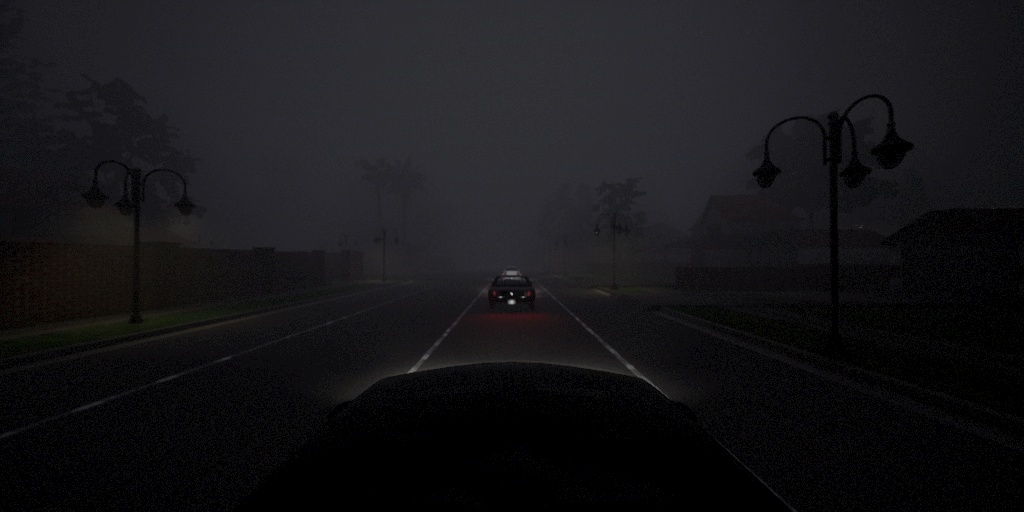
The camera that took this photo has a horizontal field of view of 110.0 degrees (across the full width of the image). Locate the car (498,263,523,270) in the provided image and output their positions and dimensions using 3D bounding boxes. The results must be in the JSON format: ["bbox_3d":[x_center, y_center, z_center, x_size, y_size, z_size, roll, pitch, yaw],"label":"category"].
[{"bbox_3d":[-0.017,1.575,31.259,1.812,1.442,4.674,0,0,0],"label":"car"}]

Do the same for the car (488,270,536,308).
[{"bbox_3d":[-0.008,1.495,15.966,1.895,1.301,4.718,0,-1,0],"label":"car"}]
